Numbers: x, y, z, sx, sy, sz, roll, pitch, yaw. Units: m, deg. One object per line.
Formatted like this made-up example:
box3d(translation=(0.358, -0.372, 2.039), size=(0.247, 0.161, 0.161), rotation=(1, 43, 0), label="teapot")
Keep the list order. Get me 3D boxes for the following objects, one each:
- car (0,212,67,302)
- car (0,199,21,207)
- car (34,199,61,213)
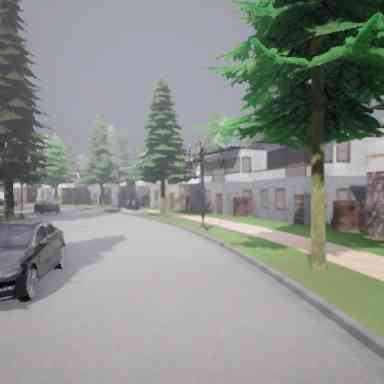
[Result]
box3d(translation=(-4.461, 1.504, 8.283), size=(2.128, 1.511, 4.902), rotation=(0, 0, -9), label="car")
box3d(translation=(-29.344, 1.685, 52.557), size=(4.718, 1.301, 1.895), rotation=(0, 0, 29), label="car")
box3d(translation=(-15.239, 1.535, 34.937), size=(1.837, 1.490, 4.892), rotation=(0, 0, -36), label="car")
